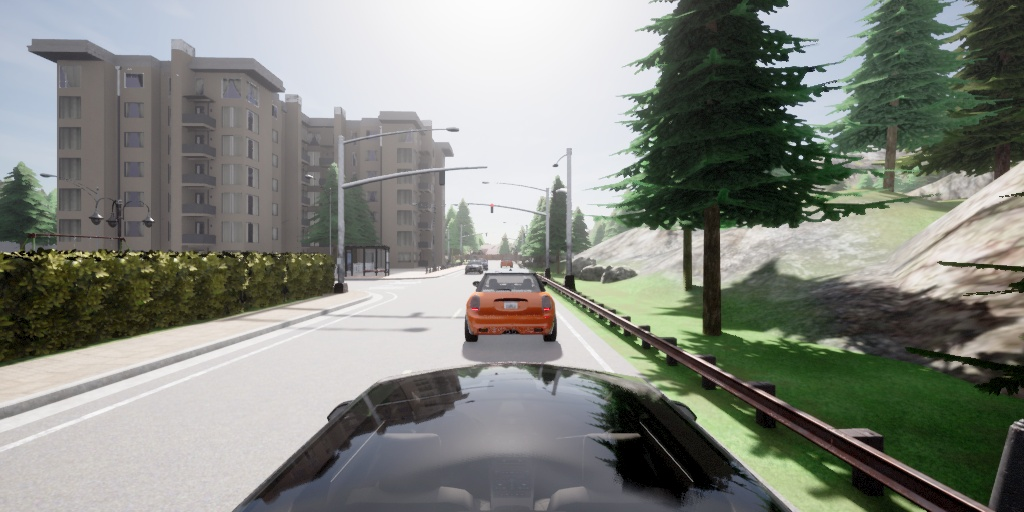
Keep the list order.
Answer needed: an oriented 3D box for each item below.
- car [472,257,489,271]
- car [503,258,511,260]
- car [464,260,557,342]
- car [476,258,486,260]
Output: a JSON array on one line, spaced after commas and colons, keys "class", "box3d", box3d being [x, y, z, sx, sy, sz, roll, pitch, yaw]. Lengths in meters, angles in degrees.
[{"class": "car", "box3d": [-4.430, 1.102, 50.647, 2.097, 1.767, 4.553, 0, 0, -2]}, {"class": "car", "box3d": [-0.904, 1.102, 61.205, 2.097, 1.767, 4.553, 0, 0, -1]}, {"class": "car", "box3d": [-0.049, 1.102, 9.948, 2.097, 1.767, 4.553, 0, 0, -1]}, {"class": "car", "box3d": [-4.250, 1.255, 40.735, 1.837, 1.490, 4.892, 0, 0, -1]}]
